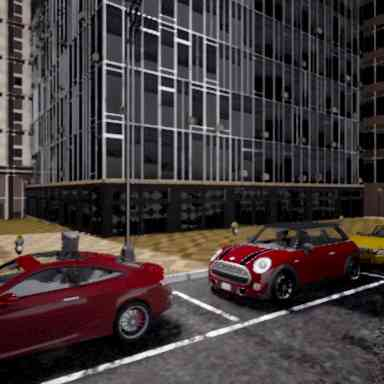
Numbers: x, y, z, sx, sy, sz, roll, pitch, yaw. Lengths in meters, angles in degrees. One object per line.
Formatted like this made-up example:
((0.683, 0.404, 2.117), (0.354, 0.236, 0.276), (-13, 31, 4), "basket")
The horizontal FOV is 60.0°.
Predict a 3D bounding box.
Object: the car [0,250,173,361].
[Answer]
((-2.272, 1.591, 4.948), (4.206, 1.307, 1.802), (1, -1, -36), "car")

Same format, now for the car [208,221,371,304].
((2.354, 1.506, 8.252), (4.097, 1.590, 1.967), (1, -1, -36), "car")

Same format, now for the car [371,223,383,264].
((6.841, 1.646, 11.454), (4.829, 1.417, 1.752), (1, -1, -36), "car")
